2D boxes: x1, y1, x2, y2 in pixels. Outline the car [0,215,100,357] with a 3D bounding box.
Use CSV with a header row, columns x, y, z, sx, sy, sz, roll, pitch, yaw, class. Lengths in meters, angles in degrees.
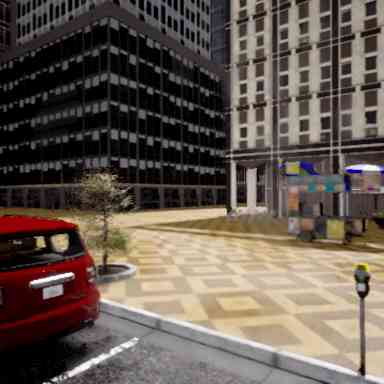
x,y,z,sx,sy,sz,roll,pitch,yaw,class
-3.657,1.305,5.491,5.009,1.841,2.192,0,0,36,car
